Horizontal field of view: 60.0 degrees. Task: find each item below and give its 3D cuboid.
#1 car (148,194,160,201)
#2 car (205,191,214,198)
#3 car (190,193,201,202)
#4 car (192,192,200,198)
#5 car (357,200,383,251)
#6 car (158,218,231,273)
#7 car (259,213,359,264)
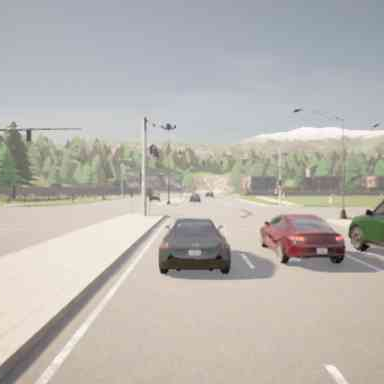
[{"bbox_3d":[-7.347,1.109,65.182,1.895,1.301,4.718,0,0,1],"label":"car"},{"bbox_3d":[4.452,0.551,84.722,2.097,1.767,4.553,0,0,1],"label":"car"},{"bbox_3d":[0.572,1.117,59.380,1.994,1.385,4.181,0,0,1],"label":"car"},{"bbox_3d":[0.953,0.790,84.834,1.895,1.301,4.718,0,0,1],"label":"car"},{"bbox_3d":[7.058,1.136,10.425,2.150,2.045,5.566,0,0,0],"label":"car"},{"bbox_3d":[0.065,1.485,10.379,1.994,1.385,4.181,0,0,0],"label":"car"},{"bbox_3d":[3.565,1.440,11.378,1.812,1.442,4.674,0,0,0],"label":"car"}]
